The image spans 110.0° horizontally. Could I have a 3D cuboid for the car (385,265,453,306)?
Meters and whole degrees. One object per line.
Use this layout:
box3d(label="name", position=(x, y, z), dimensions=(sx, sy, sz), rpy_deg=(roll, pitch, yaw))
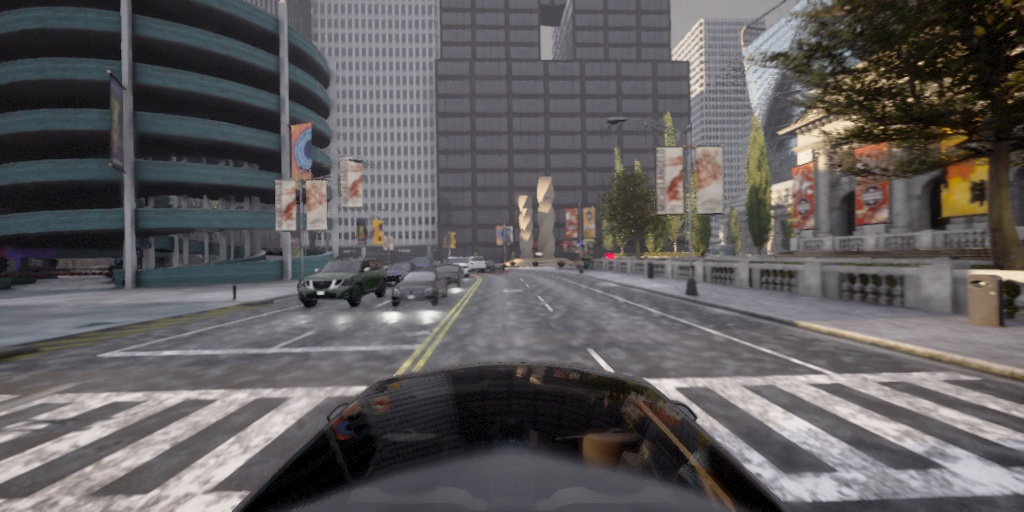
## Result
box3d(label="car", position=(-4.052, 1.342, 16.397), dimensions=(1.812, 1.442, 4.674), rpy_deg=(-1, 0, -2))

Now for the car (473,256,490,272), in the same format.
box3d(label="car", position=(-5.211, 1.058, 46.177), dimensions=(2.150, 2.045, 5.566), rpy_deg=(-1, 0, -27))

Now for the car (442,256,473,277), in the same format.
box3d(label="car", position=(-5.626, 1.065, 36.152), dimensions=(2.150, 2.045, 5.566), rpy_deg=(-1, 0, -13))

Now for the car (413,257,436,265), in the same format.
box3d(label="car", position=(-9.353, 1.125, 36.679), dimensions=(2.150, 2.045, 5.566), rpy_deg=(-1, 0, -16))

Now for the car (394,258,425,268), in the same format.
box3d(label="car", position=(-8.007, 1.233, 26.129), dimensions=(2.097, 1.767, 4.553), rpy_deg=(-1, 0, -4))

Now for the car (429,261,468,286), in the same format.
box3d(label="car", position=(-4.459, 1.329, 25.641), dimensions=(1.837, 1.490, 4.892), rpy_deg=(-1, 0, -3))

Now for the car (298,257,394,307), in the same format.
box3d(label="car", position=(-7.556, 1.095, 16.729), dimensions=(2.150, 2.045, 5.566), rpy_deg=(-1, 0, -2))

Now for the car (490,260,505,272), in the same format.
box3d(label="car", position=(-2.678, 1.288, 48.875), dimensions=(2.128, 1.511, 4.902), rpy_deg=(-1, 0, -31))
